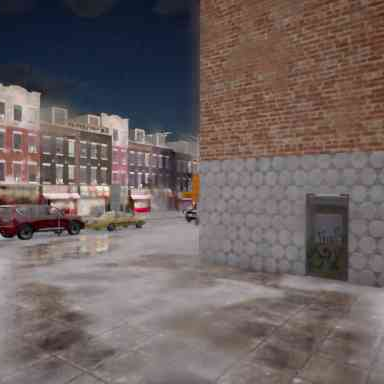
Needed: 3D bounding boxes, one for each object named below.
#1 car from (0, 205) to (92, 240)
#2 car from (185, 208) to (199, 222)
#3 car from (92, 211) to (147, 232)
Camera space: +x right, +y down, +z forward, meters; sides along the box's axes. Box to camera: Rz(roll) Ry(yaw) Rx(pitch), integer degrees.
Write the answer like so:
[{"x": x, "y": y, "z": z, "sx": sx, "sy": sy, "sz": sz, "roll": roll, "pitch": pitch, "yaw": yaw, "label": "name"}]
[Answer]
[{"x": -8.646, "y": 1.642, "z": 19.055, "sx": 2.192, "sy": 1.841, "sz": 5.009, "roll": -1, "pitch": -2, "yaw": 36, "label": "car"}, {"x": 1.064, "y": 2.198, "z": 32.556, "sx": 1.947, "sy": 1.339, "sz": 4.313, "roll": -1, "pitch": -2, "yaw": 36, "label": "car"}, {"x": -5.310, "y": 1.957, "z": 23.691, "sx": 1.752, "sy": 1.417, "sz": 4.829, "roll": -1, "pitch": -2, "yaw": 36, "label": "car"}]
